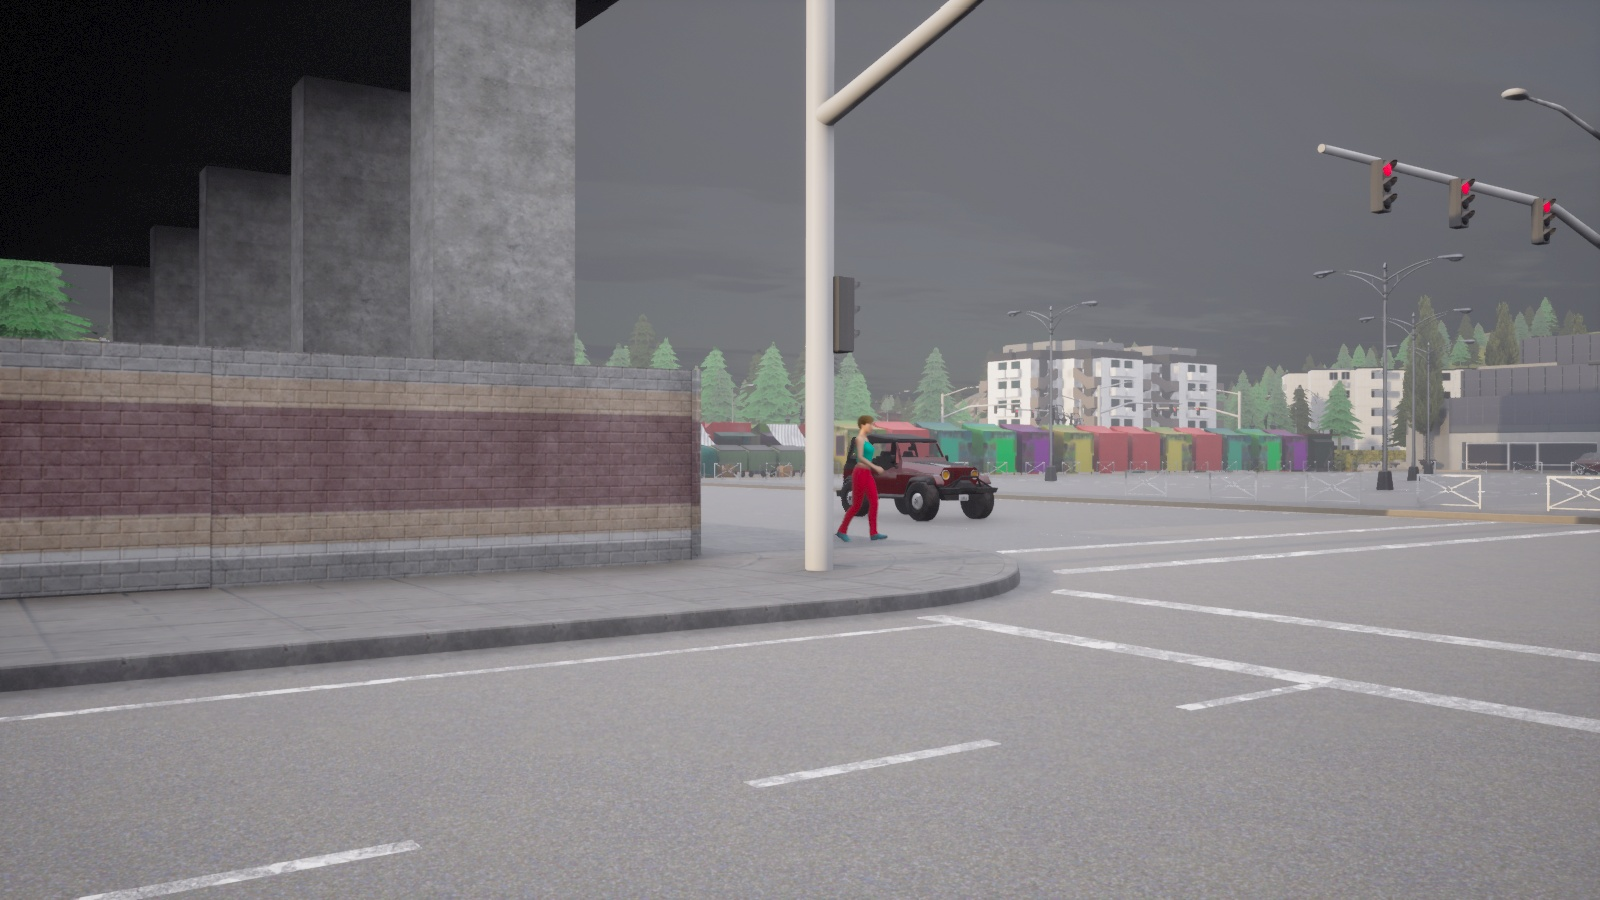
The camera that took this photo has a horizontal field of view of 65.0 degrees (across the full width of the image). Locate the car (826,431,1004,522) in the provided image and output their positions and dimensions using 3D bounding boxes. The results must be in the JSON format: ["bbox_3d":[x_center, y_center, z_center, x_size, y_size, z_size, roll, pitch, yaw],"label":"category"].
[{"bbox_3d":[2.491,0.549,28.043,1.905,1.878,3.866,0,0,-35],"label":"car"}]

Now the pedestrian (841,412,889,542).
[{"bbox_3d":[0.935,0.386,18.066,0.594,1.836,0.345,0,0,26],"label":"pedestrian"}]
